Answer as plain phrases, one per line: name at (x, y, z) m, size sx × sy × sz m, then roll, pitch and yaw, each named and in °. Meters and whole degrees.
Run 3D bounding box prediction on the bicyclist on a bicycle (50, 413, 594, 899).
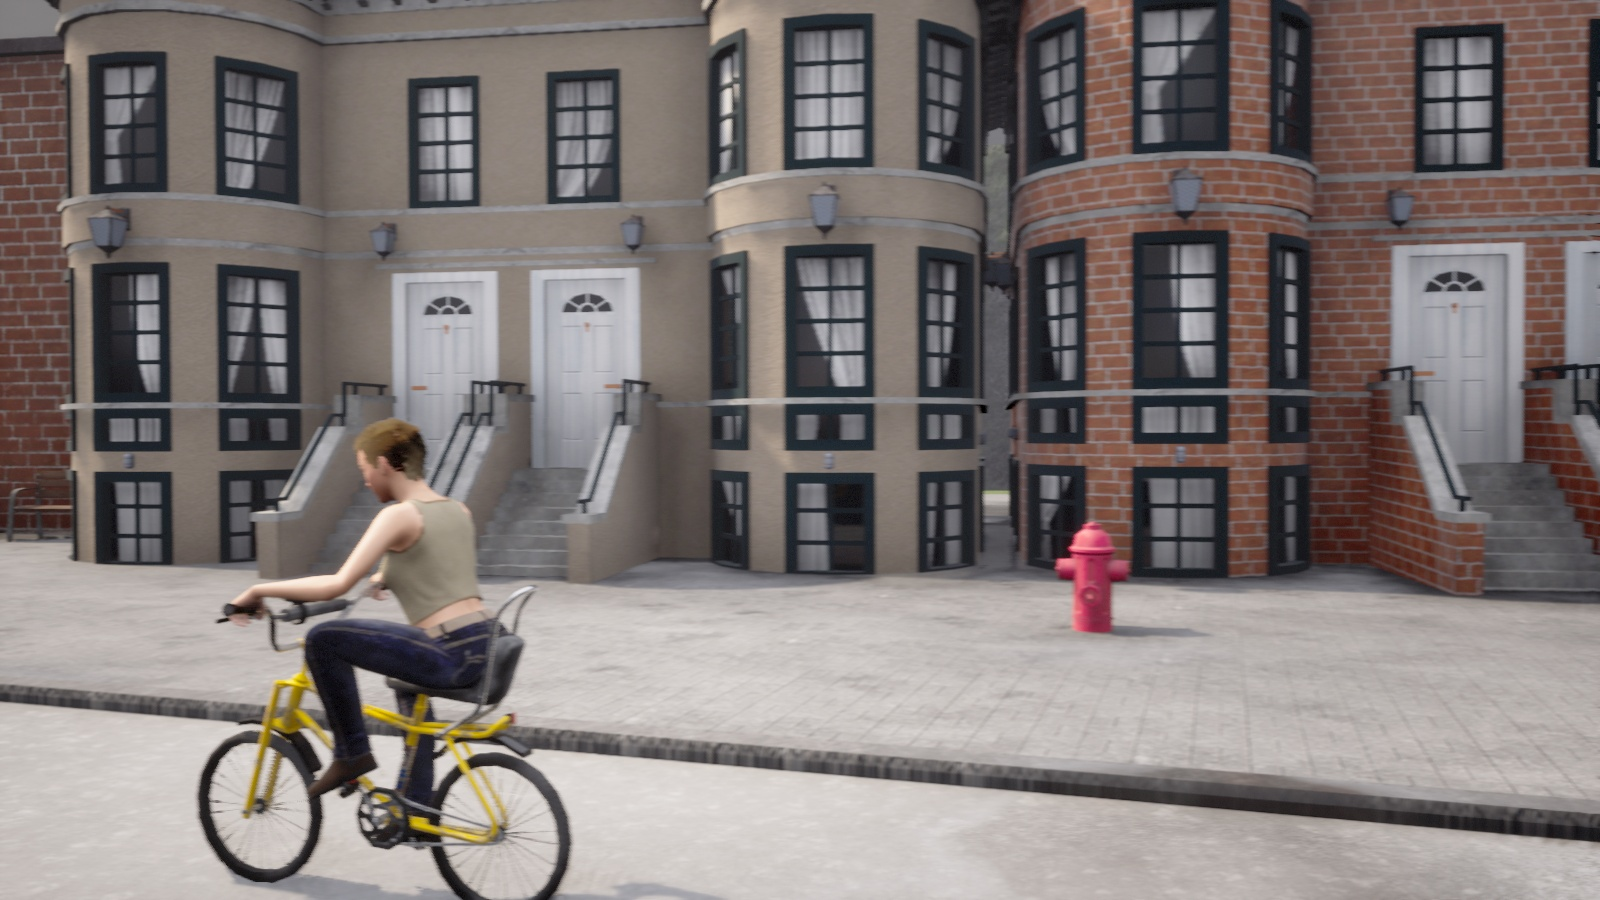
bicyclist on a bicycle at (-1.579, 0.689, 4.246) m, size 1.509 × 1.612 × 0.866 m, roll 1°, pitch 1°, yaw 19°
